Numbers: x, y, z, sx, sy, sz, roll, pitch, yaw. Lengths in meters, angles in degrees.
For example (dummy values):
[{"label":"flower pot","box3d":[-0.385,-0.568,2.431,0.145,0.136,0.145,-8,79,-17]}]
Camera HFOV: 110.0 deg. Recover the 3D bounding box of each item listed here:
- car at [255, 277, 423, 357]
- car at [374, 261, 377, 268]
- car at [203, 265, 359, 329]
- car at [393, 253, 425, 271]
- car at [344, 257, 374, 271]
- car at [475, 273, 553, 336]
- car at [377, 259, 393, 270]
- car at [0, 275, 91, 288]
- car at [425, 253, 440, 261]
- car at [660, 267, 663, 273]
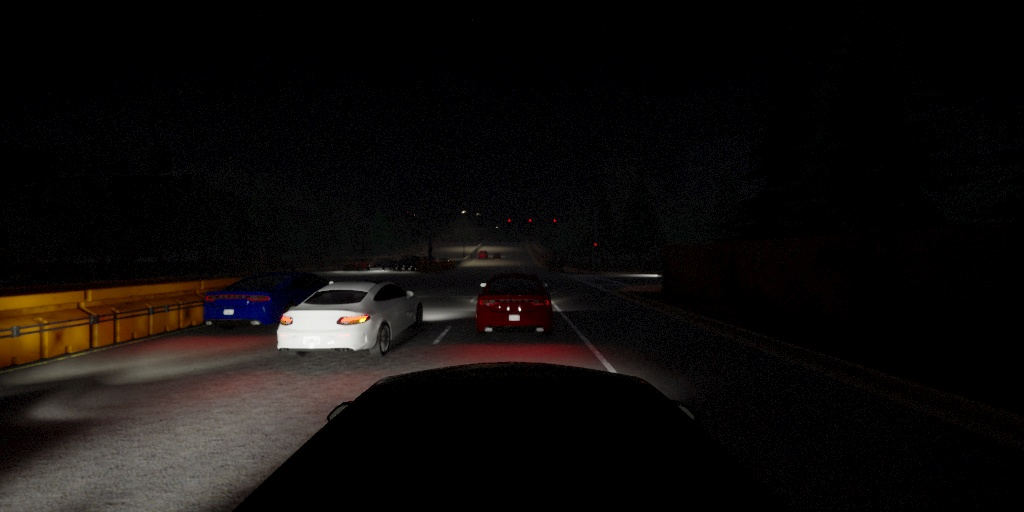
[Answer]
[{"label":"car","box3d":[-3.444,1.274,8.427,1.812,1.442,4.674,0,0,-1]},{"label":"car","box3d":[-21.167,1.257,58.693,1.812,1.442,4.674,0,0,0]},{"label":"car","box3d":[-6.936,1.224,11.267,1.882,1.535,5.008,0,0,0]},{"label":"car","box3d":[-14.168,0.956,49.716,2.150,2.045,5.566,0,0,0]},{"label":"car","box3d":[-21.168,1.087,48.978,2.097,1.767,4.553,0,0,0]},{"label":"car","box3d":[0.062,1.225,10.456,1.882,1.535,5.008,0,0,0]},{"label":"car","box3d":[-17.677,1.225,53.064,2.128,1.511,4.902,0,0,0]},{"label":"car","box3d":[-14.112,1.273,10.050,1.812,1.442,4.674,0,0,0]},{"label":"car","box3d":[-14.171,0.950,60.142,2.150,2.045,5.566,0,0,0]},{"label":"car","box3d":[17.294,1.303,36.445,4.181,1.385,1.994,0,0,0]}]
